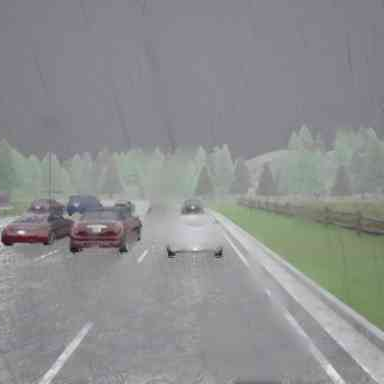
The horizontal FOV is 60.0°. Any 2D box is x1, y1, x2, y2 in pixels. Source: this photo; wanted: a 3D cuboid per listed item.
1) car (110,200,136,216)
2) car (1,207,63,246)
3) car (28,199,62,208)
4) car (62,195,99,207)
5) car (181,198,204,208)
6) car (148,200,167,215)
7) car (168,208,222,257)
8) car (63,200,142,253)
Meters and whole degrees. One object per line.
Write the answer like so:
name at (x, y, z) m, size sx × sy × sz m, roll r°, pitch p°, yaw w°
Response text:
car at (-7.057, 1.601, 34.474) m, size 1.837 × 1.490 × 4.892 m, roll 0°, pitch 0°, yaw -3°
car at (-6.899, 1.607, 15.477) m, size 1.994 × 1.385 × 4.181 m, roll 0°, pitch 0°, yaw 0°
car at (-13.992, 1.441, 32.179) m, size 2.097 × 1.767 × 4.553 m, roll 0°, pitch 0°, yaw -2°
car at (-10.470, 1.313, 32.660) m, size 2.150 × 2.045 × 5.566 m, roll 0°, pitch 0°, yaw -2°
car at (0.005, 1.440, 32.101) m, size 2.097 × 1.767 × 4.553 m, roll 0°, pitch 0°, yaw -2°
car at (-3.620, 1.624, 35.509) m, size 1.812 × 1.442 × 4.674 m, roll 0°, pitch 0°, yaw -3°
car at (0.101, 1.561, 12.898) m, size 1.812 × 1.442 × 4.674 m, roll 0°, pitch 0°, yaw 0°
car at (-3.399, 1.390, 14.008) m, size 2.097 × 1.767 × 4.553 m, roll 0°, pitch 0°, yaw 0°
